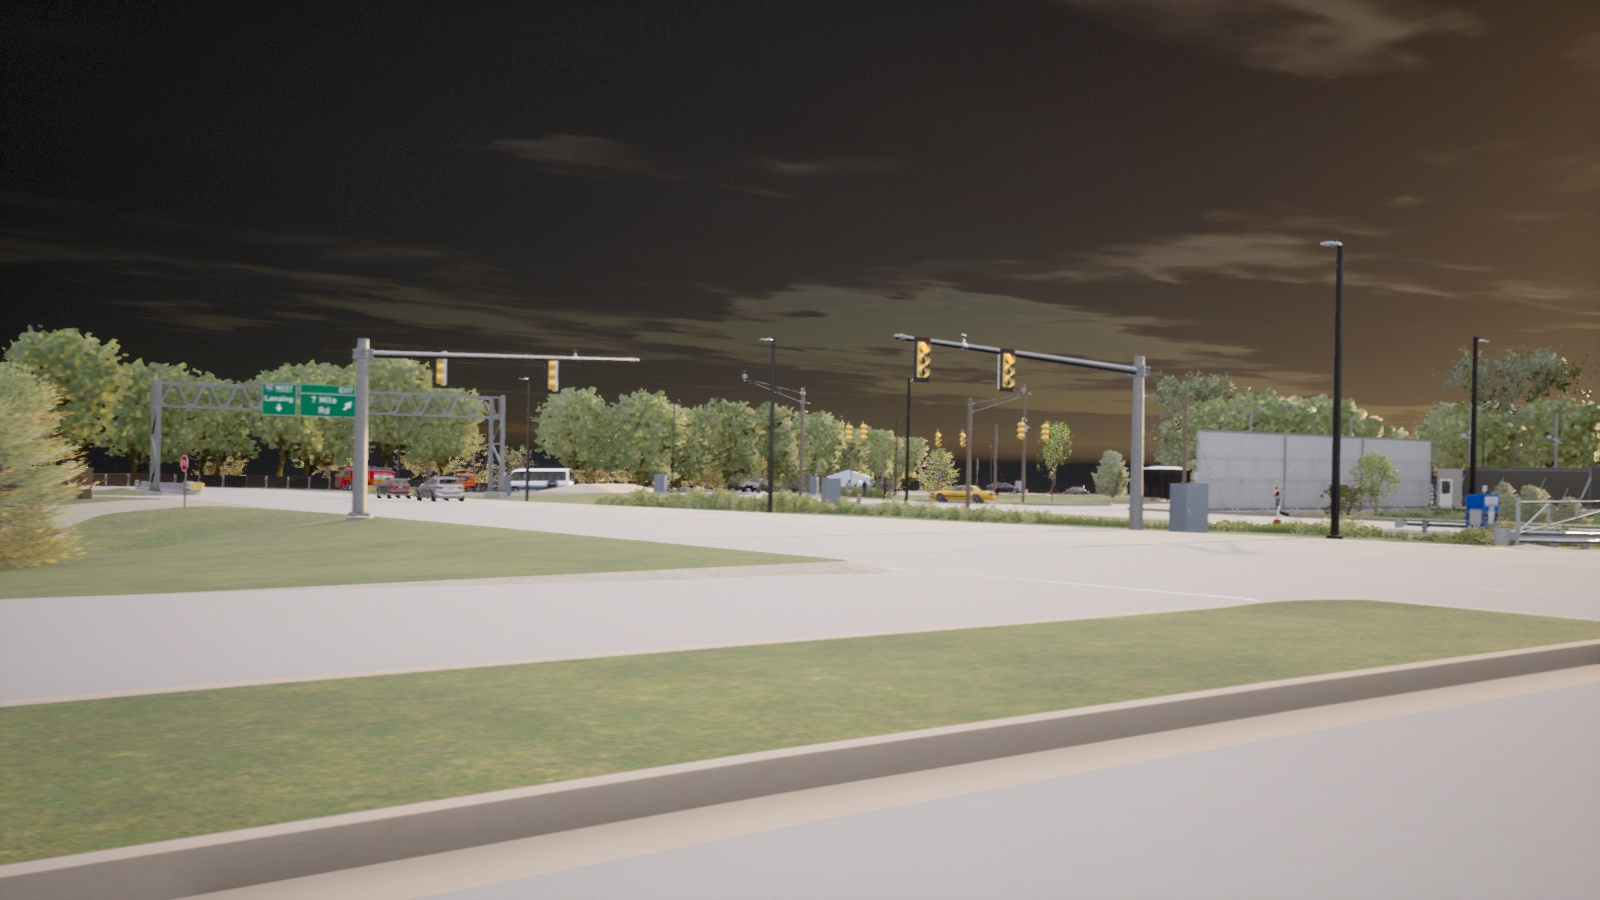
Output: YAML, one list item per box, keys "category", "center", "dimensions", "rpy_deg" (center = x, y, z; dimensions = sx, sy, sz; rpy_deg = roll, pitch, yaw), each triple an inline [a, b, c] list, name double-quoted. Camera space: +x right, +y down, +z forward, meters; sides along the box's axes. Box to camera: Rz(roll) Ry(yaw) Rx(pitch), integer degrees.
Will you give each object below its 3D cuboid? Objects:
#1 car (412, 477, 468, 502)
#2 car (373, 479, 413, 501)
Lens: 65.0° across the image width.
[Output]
- category: "car"
  center: [-24.262, 2.639, 84.526]
  dimensions: [2.242, 1.667, 4.611]
  rpy_deg: [1, -2, -34]
- category: "car"
  center: [-30.194, 2.962, 93.158]
  dimensions: [1.789, 1.549, 3.705]
  rpy_deg: [1, -2, -34]
